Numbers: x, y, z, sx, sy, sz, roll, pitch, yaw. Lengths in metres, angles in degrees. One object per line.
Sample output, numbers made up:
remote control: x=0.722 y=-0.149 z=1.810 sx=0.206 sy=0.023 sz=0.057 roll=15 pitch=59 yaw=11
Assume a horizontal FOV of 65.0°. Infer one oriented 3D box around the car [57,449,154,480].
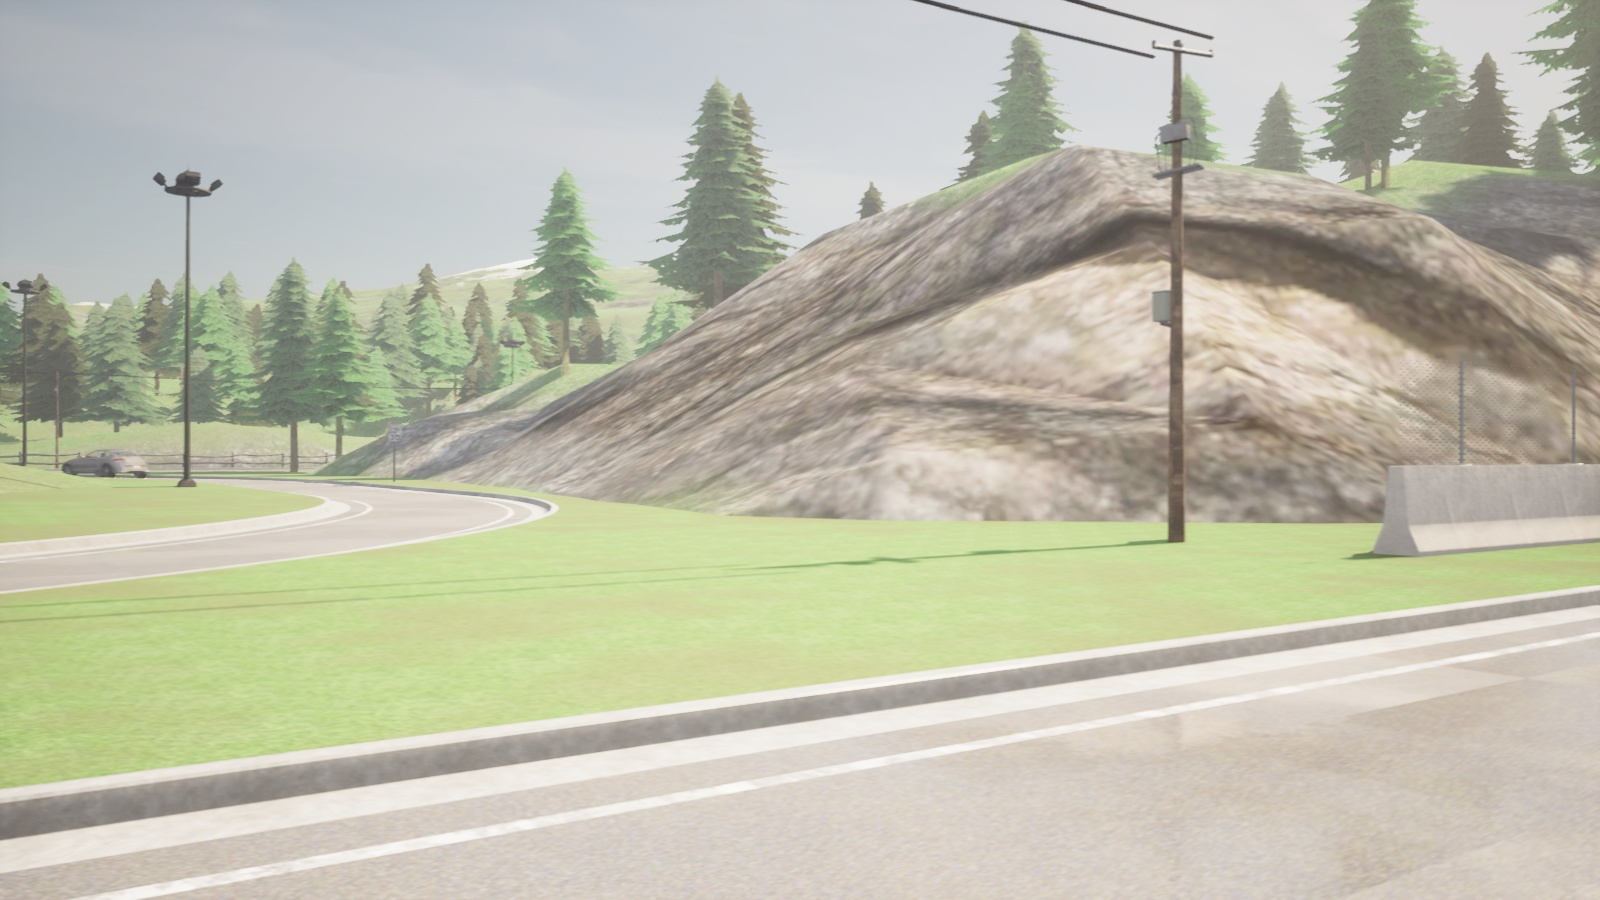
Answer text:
car: x=-37.835 y=0.771 z=68.377 sx=5.027 sy=1.651 sz=2.152 roll=0 pitch=0 yaw=26
